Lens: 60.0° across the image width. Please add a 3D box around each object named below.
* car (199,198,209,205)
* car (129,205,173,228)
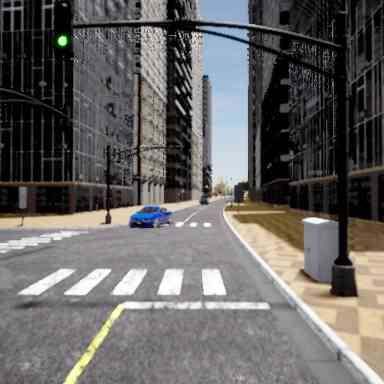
[{"bbox_3d":[2.721,2.134,73.859,1.882,1.535,5.008,0,0,9],"label":"car"},{"bbox_3d":[-2.893,1.761,24.436,1.882,1.535,5.008,0,1,14],"label":"car"}]
